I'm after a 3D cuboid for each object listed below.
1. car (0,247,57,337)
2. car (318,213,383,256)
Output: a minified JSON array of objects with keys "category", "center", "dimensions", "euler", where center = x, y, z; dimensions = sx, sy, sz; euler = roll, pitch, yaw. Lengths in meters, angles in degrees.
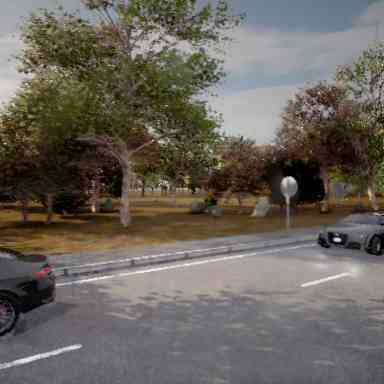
[{"category":"car","center":[-4.555,1.529,5.036],"dimensions":[4.674,1.442,1.812],"euler":[0,0,-35]},{"category":"car","center":[6.836,1.520,13.058],"dimensions":[4.181,1.385,1.994],"euler":[0,0,-35]}]
